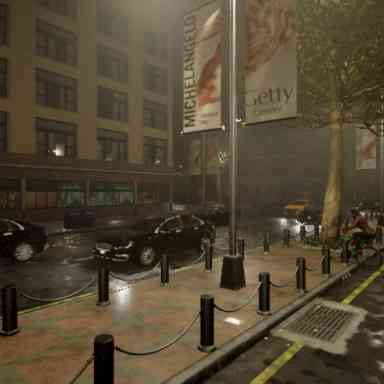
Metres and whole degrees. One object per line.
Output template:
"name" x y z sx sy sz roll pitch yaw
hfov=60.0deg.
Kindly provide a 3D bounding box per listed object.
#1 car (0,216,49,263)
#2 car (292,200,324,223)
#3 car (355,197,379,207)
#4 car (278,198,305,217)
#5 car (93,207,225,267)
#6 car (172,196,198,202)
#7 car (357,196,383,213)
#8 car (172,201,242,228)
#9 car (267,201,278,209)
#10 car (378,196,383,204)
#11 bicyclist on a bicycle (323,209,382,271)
"car" -6.922 1.507 10.077 1.837 1.490 4.892 0 0 40
"car" 9.249 1.563 24.193 1.994 1.385 4.181 0 0 39
"car" 27.045 1.544 51.305 2.033 1.411 5.357 0 0 40
"car" 10.217 1.476 30.870 1.882 1.535 5.008 0 0 39
"car" -1.089 1.504 11.648 1.837 1.490 4.892 0 0 40
"car" -1.190 1.504 55.549 4.892 1.490 1.837 0 0 38
"car" 20.439 1.349 37.766 2.097 1.767 4.553 0 0 40
"car" 1.149 1.492 19.822 2.128 1.511 4.902 0 0 40
"car" 12.999 1.546 45.300 5.357 1.411 2.033 0 0 16
"car" 36.901 1.474 63.090 1.882 1.535 5.008 0 0 39
"bicyclist on a bicycle" 4.772 1.348 9.737 1.656 1.620 0.582 16 10 40
